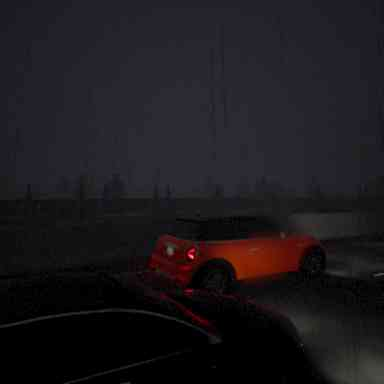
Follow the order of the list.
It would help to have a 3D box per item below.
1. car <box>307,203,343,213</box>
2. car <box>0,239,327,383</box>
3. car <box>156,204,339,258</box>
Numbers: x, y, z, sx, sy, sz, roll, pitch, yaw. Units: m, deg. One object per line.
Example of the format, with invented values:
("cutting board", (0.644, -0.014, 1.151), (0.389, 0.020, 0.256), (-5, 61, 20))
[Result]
("car", (6.738, 1.442, 19.579), (4.902, 1.511, 2.128), (0, 0, -25))
("car", (-1.036, 1.493, 2.846), (4.892, 1.490, 1.837), (0, 0, -35))
("car", (1.325, 1.327, 8.501), (4.553, 1.767, 2.097), (0, 0, -32))
